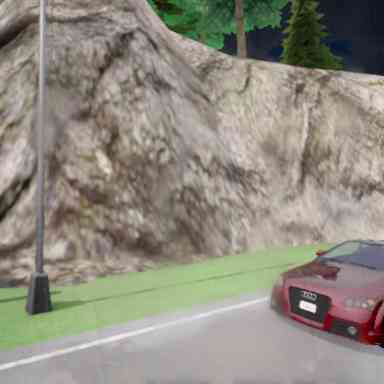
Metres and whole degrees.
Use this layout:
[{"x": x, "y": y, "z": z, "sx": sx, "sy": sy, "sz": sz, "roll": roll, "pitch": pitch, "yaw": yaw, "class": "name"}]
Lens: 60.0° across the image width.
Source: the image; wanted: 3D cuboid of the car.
[{"x": 3.467, "y": 1.644, "z": 6.351, "sx": 4.181, "sy": 1.385, "sz": 1.994, "roll": 1, "pitch": -1, "yaw": -34, "class": "car"}]
